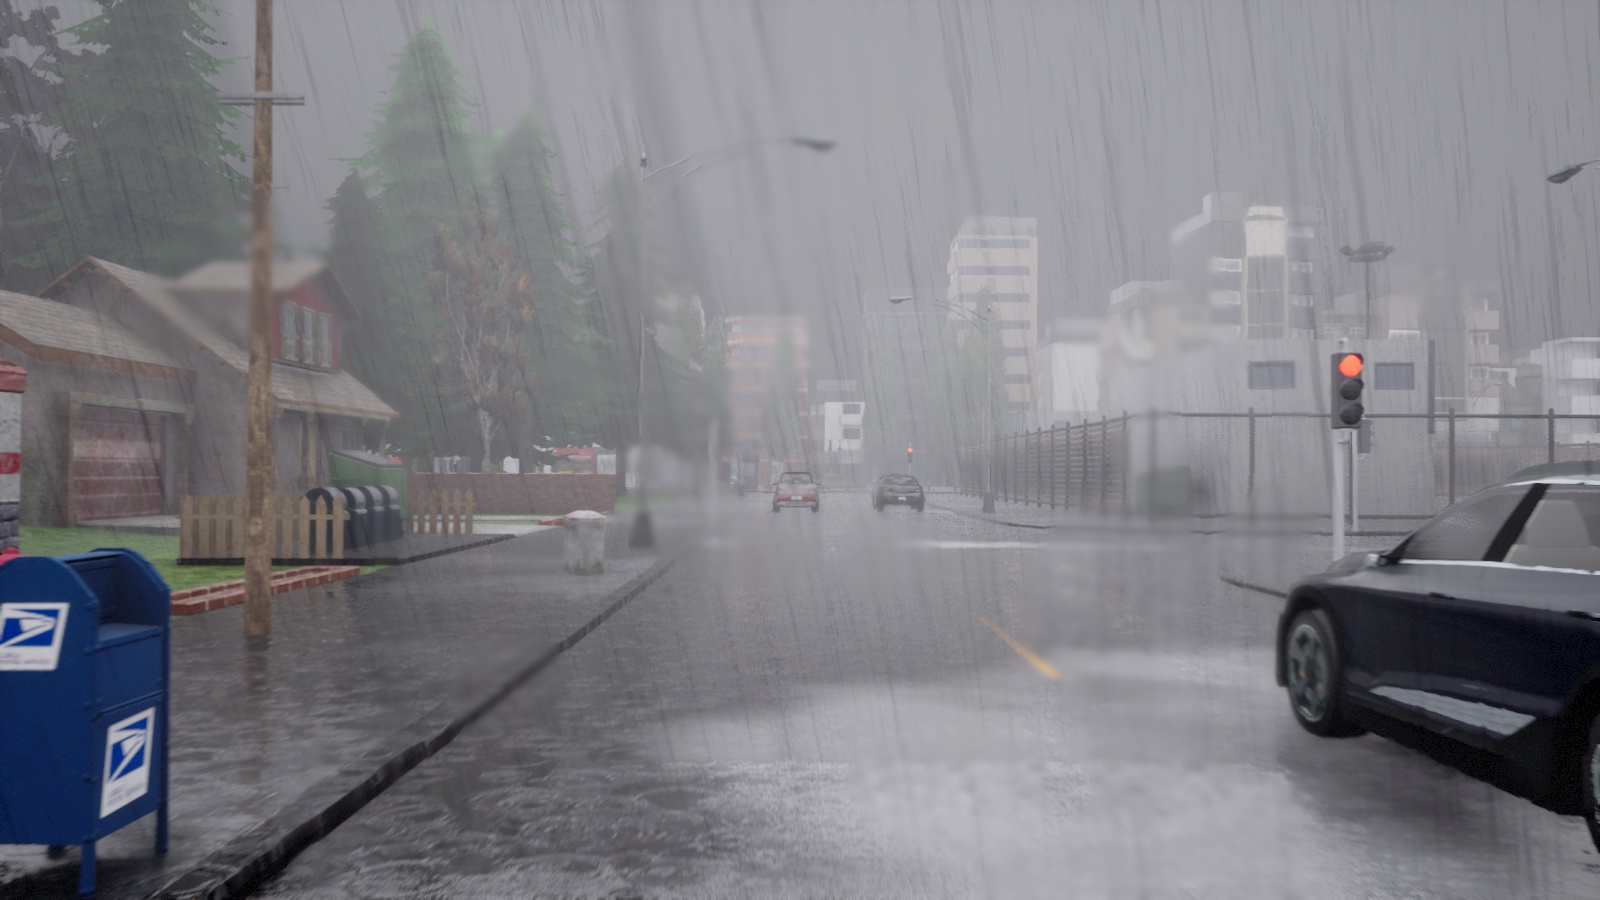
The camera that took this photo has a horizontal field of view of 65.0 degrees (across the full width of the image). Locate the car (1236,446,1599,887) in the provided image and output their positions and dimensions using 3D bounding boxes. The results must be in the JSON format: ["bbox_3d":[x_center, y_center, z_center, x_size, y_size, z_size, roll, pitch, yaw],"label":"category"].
[{"bbox_3d":[3.995,0.830,6.060,2.033,1.649,4.856,0,-1,-1],"label":"car"}]

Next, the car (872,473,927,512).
[{"bbox_3d":[3.888,1.641,49.466,1.816,1.474,4.193,0,-1,0],"label":"car"}]

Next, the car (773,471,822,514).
[{"bbox_3d":[-0.115,1.590,47.564,1.789,1.549,3.705,0,-1,-1],"label":"car"}]
